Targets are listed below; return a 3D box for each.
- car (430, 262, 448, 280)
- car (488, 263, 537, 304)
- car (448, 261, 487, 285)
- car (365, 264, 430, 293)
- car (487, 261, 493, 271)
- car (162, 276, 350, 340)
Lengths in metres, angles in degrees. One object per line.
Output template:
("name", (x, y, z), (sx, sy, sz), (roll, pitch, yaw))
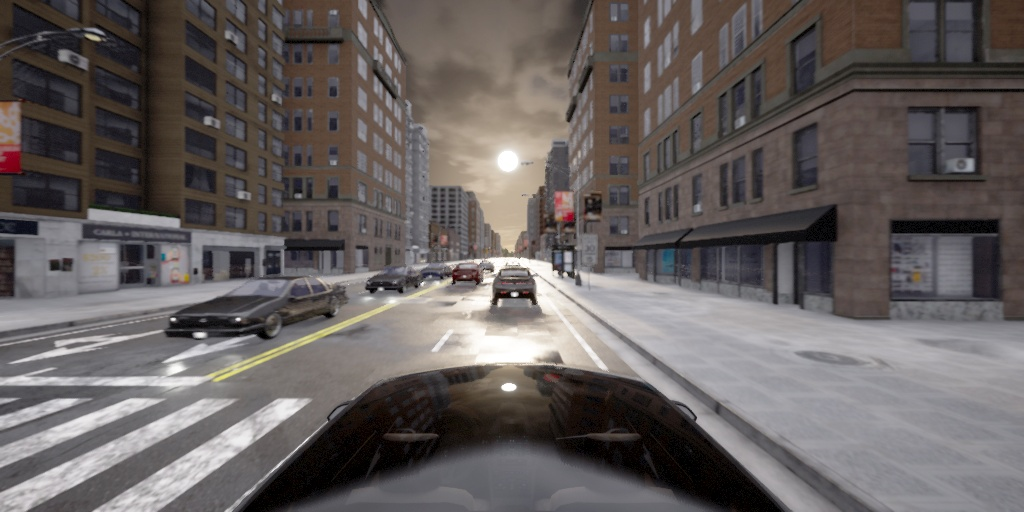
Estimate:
("car", (-6.497, 1.271, 31.201), (2.033, 1.411, 5.357), (0, 0, 0))
("car", (0.102, 1.240, 16.353), (1.837, 1.490, 4.892), (0, 0, 0))
("car", (-3.147, 1.204, 26.220), (1.882, 1.535, 5.008), (0, 0, 0))
("car", (-6.574, 1.279, 20.702), (2.033, 1.411, 5.357), (0, 0, 1))
("car", (-3.209, 1.278, 44.986), (1.994, 1.385, 4.181), (0, 0, 1))
("car", (-6.597, 1.289, 10.250), (2.033, 1.411, 5.357), (0, 0, 0))
